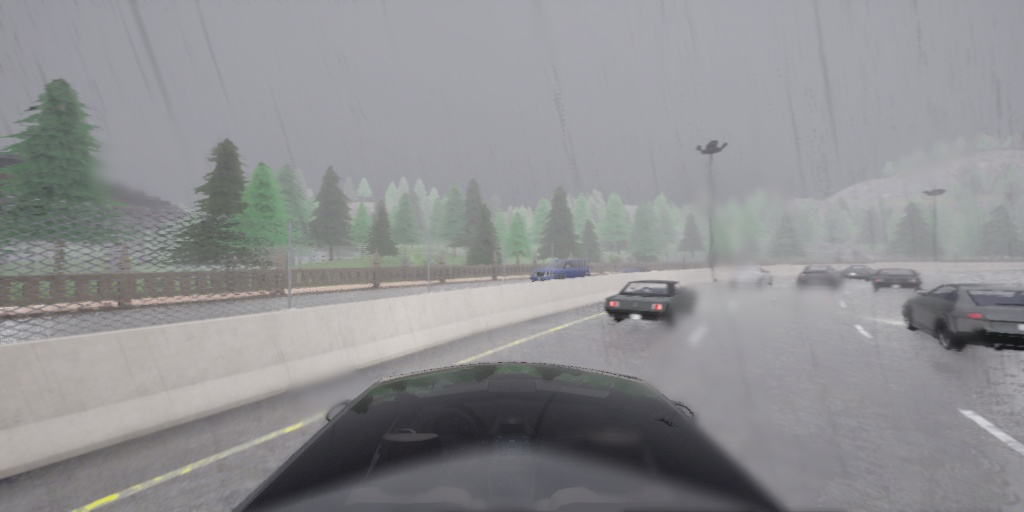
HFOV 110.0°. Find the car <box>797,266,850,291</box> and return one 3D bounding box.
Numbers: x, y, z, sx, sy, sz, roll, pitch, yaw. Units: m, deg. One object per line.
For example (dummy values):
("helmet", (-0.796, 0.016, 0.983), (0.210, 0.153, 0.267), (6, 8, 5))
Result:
("car", (20.136, 1.370, 23.394), (4.902, 1.511, 2.128), (0, -1, -42))

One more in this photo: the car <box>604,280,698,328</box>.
("car", (4.830, 1.445, 11.952), (1.895, 1.301, 4.718), (-1, -1, 37))

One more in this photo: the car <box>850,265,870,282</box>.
("car", (30.233, 1.468, 31.198), (4.181, 1.385, 1.994), (0, -1, -34))

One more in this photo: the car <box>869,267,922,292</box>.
("car", (22.685, 1.431, 21.095), (4.718, 1.301, 1.895), (0, -1, -42))

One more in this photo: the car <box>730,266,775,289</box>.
("car", (16.885, 1.450, 25.224), (4.674, 1.442, 1.812), (0, -1, -43))

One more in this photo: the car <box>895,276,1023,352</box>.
("car", (10.849, 1.318, 8.243), (1.994, 1.385, 4.181), (-1, -1, 37))

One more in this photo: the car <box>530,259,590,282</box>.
("car", (3.823, 1.267, 27.361), (2.150, 2.045, 5.566), (-1, -1, 44))

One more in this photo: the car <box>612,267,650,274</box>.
("car", (9.320, 1.562, 28.021), (5.357, 1.411, 2.033), (0, -1, -44))
